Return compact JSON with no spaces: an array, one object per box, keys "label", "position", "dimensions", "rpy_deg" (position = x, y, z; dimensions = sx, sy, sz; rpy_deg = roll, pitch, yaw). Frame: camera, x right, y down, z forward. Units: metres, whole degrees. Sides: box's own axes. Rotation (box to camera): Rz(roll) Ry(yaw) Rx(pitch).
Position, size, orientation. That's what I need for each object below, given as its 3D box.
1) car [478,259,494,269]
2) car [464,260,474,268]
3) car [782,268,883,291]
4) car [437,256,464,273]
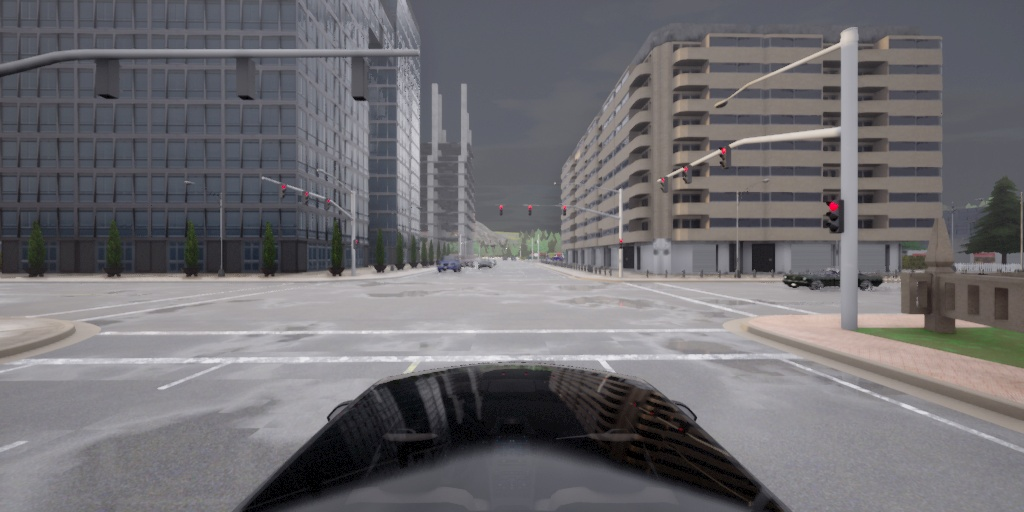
[{"label":"car","position":[-4.128,1.250,55.494],"dimensions":[1.837,1.490,4.892],"rpy_deg":[0,0,-1]},{"label":"car","position":[-7.777,1.307,63.045],"dimensions":[1.994,1.385,4.181],"rpy_deg":[0,0,0]},{"label":"car","position":[19.168,1.403,21.633],"dimensions":[4.718,1.301,1.895],"rpy_deg":[0,0,-1]},{"label":"car","position":[-7.587,0.966,43.635],"dimensions":[2.150,2.045,5.566],"rpy_deg":[0,0,0]}]
